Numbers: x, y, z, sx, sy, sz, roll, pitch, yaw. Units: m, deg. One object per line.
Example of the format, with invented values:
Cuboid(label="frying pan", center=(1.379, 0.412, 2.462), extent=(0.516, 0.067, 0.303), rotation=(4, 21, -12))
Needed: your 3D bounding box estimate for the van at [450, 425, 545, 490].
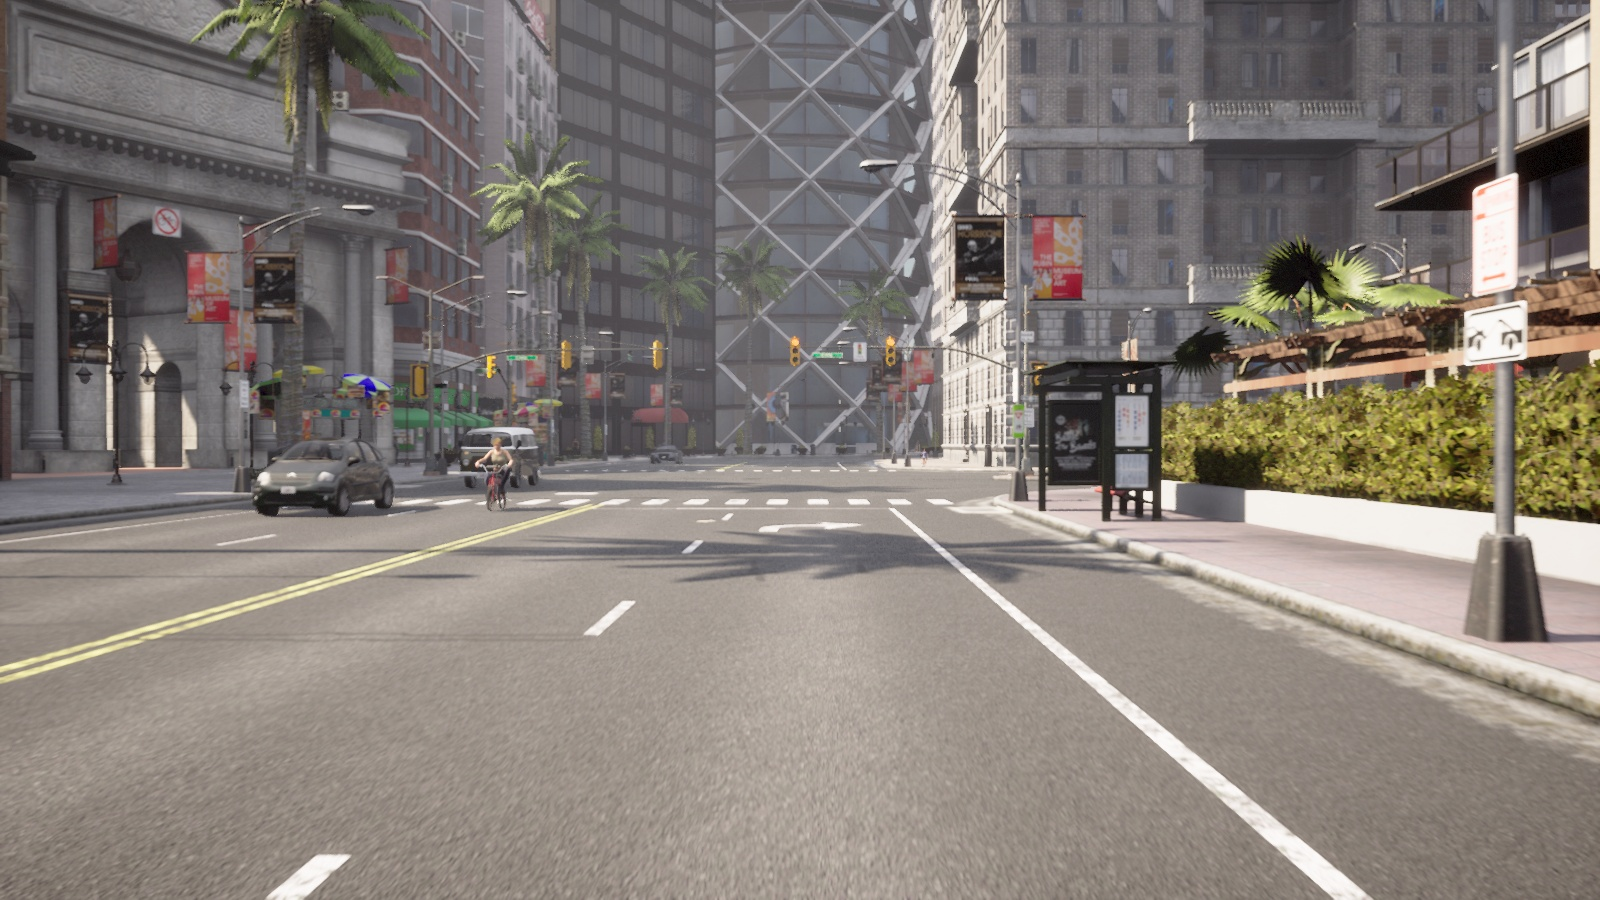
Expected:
Cuboid(label="van", center=(-10.038, 0.224, 42.066), extent=(2.069, 2.038, 4.480), rotation=(0, 0, 1))

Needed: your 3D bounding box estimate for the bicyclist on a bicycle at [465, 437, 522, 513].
Cuboid(label="bicyclist on a bicycle", center=(-6.689, 0.522, 27.479), extent=(0.866, 1.612, 1.509), rotation=(0, 0, 1))

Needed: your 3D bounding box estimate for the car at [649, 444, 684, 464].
Cuboid(label="car", center=(-9.525, 0.297, 89.676), extent=(1.994, 1.385, 4.181), rotation=(0, 0, 1))

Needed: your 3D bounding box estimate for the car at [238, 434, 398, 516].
Cuboid(label="car", center=(-10.200, 0.484, 26.907), extent=(1.851, 1.617, 3.988), rotation=(0, 0, 1))
